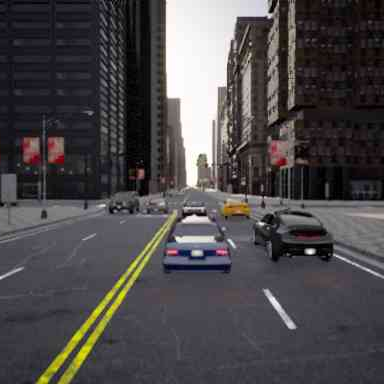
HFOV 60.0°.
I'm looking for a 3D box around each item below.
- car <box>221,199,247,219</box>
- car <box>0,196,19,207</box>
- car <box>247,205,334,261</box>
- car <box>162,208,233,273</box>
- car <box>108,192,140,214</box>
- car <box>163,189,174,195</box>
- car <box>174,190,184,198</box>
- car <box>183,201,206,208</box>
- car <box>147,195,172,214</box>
[{"bbox_3d":[3.419,1.271,26.826,1.882,1.535,5.008,0,0,0],"label":"car"},{"bbox_3d":[-22.680,1.111,38.995,4.507,1.381,1.887,0,1,0],"label":"car"},{"bbox_3d":[3.380,1.415,11.902,1.837,1.490,4.892,0,1,0],"label":"car"},{"bbox_3d":[0.125,1.468,10.338,2.033,1.411,5.357,0,0,0],"label":"car"},{"bbox_3d":[-6.422,0.974,32.122,2.150,2.045,5.566,0,0,0],"label":"car"},{"bbox_3d":[-6.278,0.468,85.745,2.150,2.045,5.566,0,1,0],"label":"car"},{"bbox_3d":[-3.028,0.597,85.797,2.097,1.767,4.553,0,1,0],"label":"car"},{"bbox_3d":[0.168,1.395,26.741,1.895,1.301,4.718,0,0,0],"label":"car"},{"bbox_3d":[-3.177,1.278,31.791,1.812,1.442,4.674,0,0,0],"label":"car"}]
